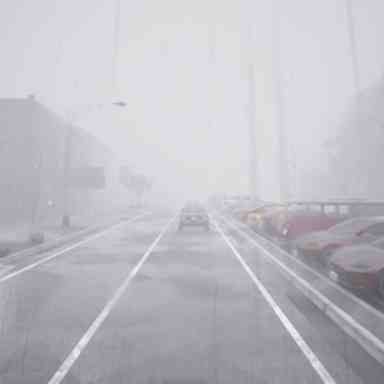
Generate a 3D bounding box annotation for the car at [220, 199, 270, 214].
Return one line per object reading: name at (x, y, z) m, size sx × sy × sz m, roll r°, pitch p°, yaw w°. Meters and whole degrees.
car at (5.606, 1.509, 35.619) m, size 5.008 × 1.535 × 2.097 m, roll 0°, pitch 0°, yaw 0°

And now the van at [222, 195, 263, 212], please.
van at (5.725, 1.292, 38.423) m, size 4.442 × 1.987 × 1.878 m, roll 0°, pitch 0°, yaw 0°

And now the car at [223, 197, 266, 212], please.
car at (5.614, 1.492, 30.008) m, size 4.892 × 1.521 × 2.231 m, roll 0°, pitch 0°, yaw 0°

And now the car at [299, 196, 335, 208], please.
car at (18.651, 1.432, 49.674) m, size 4.553 × 1.767 × 2.185 m, roll 0°, pitch 0°, yaw 0°

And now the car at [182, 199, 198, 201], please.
car at (0.107, 1.629, 42.564) m, size 1.994 × 1.385 × 4.181 m, roll 0°, pitch 0°, yaw 0°

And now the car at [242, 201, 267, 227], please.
car at (5.817, 1.471, 18.802) m, size 5.366 × 1.575 × 1.946 m, roll 0°, pitch 0°, yaw 0°

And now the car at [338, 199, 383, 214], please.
car at (18.686, 1.510, 35.750) m, size 5.008 × 1.535 × 2.097 m, roll 0°, pitch 0°, yaw 0°

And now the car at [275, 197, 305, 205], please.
car at (18.684, 1.659, 63.597) m, size 5.008 × 1.535 × 2.097 m, roll 0°, pitch -1°, yaw 0°

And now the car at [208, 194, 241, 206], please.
car at (5.634, 1.357, 58.045) m, size 5.566 × 2.045 × 2.435 m, roll 0°, pitch 0°, yaw 0°

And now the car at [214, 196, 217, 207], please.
car at (5.600, 1.528, 41.225) m, size 4.892 × 1.521 × 2.231 m, roll 0°, pitch 0°, yaw 0°

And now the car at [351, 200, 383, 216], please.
car at (18.665, 1.531, 32.965) m, size 4.792 × 1.488 × 2.163 m, roll 0°, pitch 0°, yaw 0°

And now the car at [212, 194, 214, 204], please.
car at (5.571, 1.419, 46.833) m, size 4.553 × 1.767 × 2.185 m, roll 0°, pitch 0°, yaw 0°

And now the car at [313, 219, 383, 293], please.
car at (5.616, 1.504, 7.589) m, size 4.792 × 1.488 × 2.163 m, roll 0°, pitch 0°, yaw 0°

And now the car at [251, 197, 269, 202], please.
car at (18.713, 2.058, 92.079) m, size 4.674 × 1.452 × 2.002 m, roll 0°, pitch -1°, yaw 0°

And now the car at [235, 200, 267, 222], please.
car at (5.623, 1.475, 21.602) m, size 5.008 × 1.535 × 2.097 m, roll 0°, pitch 0°, yaw 0°

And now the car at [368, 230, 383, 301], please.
car at (5.643, 1.475, 4.785) m, size 5.008 × 1.535 × 2.097 m, roll 0°, pitch 0°, yaw 0°

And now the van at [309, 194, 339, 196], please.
van at (18.799, 1.320, 46.894) m, size 4.442 × 1.987 × 1.878 m, roll 0°, pitch 0°, yaw 0°

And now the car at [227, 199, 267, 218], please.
car at (5.592, 1.514, 27.210) m, size 4.792 × 1.488 × 2.163 m, roll 0°, pitch 0°, yaw 0°

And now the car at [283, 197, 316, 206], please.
car at (18.690, 1.608, 58.029) m, size 5.008 × 1.535 × 2.097 m, roll 0°, pitch -1°, yaw 0°

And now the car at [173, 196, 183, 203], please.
car at (-3.237, 1.622, 76.481) m, size 2.097 × 1.767 × 4.553 m, roll 0°, pitch -1°, yaw 0°

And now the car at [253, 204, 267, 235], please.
car at (5.664, 1.504, 15.999) m, size 4.792 × 1.488 × 2.163 m, roll 0°, pitch 0°, yaw 0°

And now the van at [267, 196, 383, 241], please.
van at (5.522, 1.249, 13.195) m, size 4.442 × 1.987 × 1.878 m, roll 0°, pitch 0°, yaw 0°

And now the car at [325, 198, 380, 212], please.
car at (18.503, 1.516, 38.536) m, size 5.366 × 1.575 × 1.946 m, roll 0°, pitch 0°, yaw 0°

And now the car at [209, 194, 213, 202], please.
car at (5.631, 1.306, 49.635) m, size 5.566 × 2.045 × 2.435 m, roll 0°, pitch 0°, yaw 0°

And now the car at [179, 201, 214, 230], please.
car at (0.104, 1.555, 21.320) m, size 2.033 × 1.411 × 5.357 m, roll 0°, pitch 0°, yaw 0°

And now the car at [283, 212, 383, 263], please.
car at (5.613, 1.504, 10.392) m, size 4.792 × 1.488 × 2.163 m, roll 0°, pitch 0°, yaw 0°

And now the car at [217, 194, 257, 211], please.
car at (5.643, 1.249, 32.816) m, size 5.566 × 2.045 × 2.435 m, roll 0°, pitch 0°, yaw 0°

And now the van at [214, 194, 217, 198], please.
van at (5.488, 1.310, 44.030) m, size 4.442 × 1.987 × 1.878 m, roll 0°, pitch 0°, yaw 0°

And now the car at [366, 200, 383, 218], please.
car at (18.726, 1.522, 30.180) m, size 4.792 × 1.488 × 2.163 m, roll 0°, pitch 0°, yaw 0°
